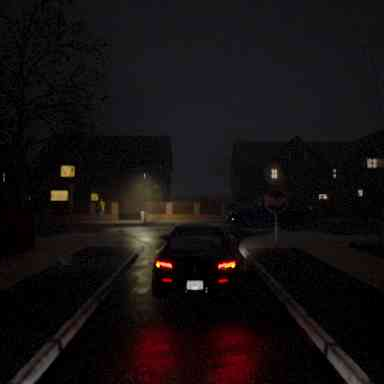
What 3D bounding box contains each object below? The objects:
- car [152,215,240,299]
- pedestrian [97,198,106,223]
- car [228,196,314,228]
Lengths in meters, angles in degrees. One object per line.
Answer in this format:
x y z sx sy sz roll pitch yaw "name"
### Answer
0.129 1.531 8.356 1.812 1.442 4.674 0 0 2 "car"
-6.769 1.372 24.859 0.375 1.860 0.375 0 -1 1 "pedestrian"
5.091 1.266 21.820 5.566 2.045 2.150 -1 -1 1 "car"
